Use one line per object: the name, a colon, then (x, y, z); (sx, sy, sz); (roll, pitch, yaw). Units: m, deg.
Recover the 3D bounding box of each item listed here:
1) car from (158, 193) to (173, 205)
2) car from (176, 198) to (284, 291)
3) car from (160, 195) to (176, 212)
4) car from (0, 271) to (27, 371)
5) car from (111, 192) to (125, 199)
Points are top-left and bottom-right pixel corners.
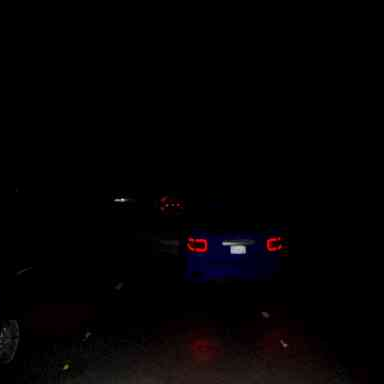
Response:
car: (-3.583, 0.984, 47.019); (2.097, 1.767, 4.553); (-1, 1, -13)
car: (0.752, 1.217, 9.165); (2.150, 2.045, 5.566); (0, 0, -3)
car: (-2.198, 1.346, 36.490); (2.033, 1.411, 5.357); (0, 1, -5)
car: (-3.193, 1.530, 2.937); (1.812, 1.442, 4.674); (0, 0, -1)
car: (-15.585, 0.804, 69.822); (1.994, 1.385, 4.181); (-2, 2, -29)
